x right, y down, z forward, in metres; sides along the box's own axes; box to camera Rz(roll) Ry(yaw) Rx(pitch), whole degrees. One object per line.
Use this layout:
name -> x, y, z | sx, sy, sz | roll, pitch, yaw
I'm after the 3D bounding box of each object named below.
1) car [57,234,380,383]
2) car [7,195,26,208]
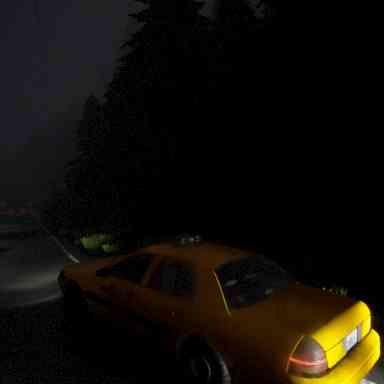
car -> -0.249, 1.417, 5.093 | 5.366, 1.575, 1.801 | 1, 1, 44
car -> -21.081, 1.059, 40.098 | 2.128, 1.511, 4.902 | -2, 2, -26
